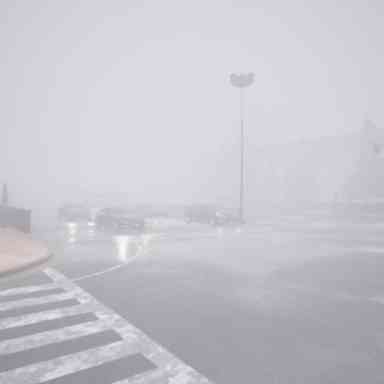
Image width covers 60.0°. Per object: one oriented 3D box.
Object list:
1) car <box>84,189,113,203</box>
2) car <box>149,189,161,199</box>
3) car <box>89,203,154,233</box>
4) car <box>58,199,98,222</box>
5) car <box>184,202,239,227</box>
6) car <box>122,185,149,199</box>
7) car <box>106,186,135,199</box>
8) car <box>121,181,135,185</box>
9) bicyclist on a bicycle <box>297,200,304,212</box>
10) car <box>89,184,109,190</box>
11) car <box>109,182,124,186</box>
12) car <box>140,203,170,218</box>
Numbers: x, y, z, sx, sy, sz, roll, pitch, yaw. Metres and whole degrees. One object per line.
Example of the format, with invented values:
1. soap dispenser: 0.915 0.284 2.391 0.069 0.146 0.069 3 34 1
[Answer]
1. car: -12.675 0.980 43.970 2.097 1.767 4.553 1 4 -37
2. car: -7.597 0.245 61.061 1.882 1.535 5.008 1 6 -36
3. car: -4.647 1.666 21.276 1.837 1.490 4.892 1 -1 -37
4. car: -10.147 1.650 28.712 1.837 1.490 4.892 1 0 -36
5. car: 1.404 1.592 24.873 2.097 1.767 4.553 1 -1 -36
6. car: -10.019 0.281 58.448 1.882 1.535 5.008 1 6 -36
7. car: -12.032 0.479 55.096 2.033 1.411 5.357 1 6 -36
8. car: -13.790 -1.286 69.396 2.150 2.045 5.566 1 7 -36
9. bicyclist on a bicycle: 14.441 1.821 44.205 1.656 1.620 0.582 0 0 -37
10. car: -18.180 -0.849 63.517 1.882 1.535 5.008 1 7 -36
11. car: -16.148 -0.989 66.839 1.882 1.535 5.008 1 7 -36
12. car: -4.211 1.784 32.451 2.033 1.411 5.357 1 0 -37
